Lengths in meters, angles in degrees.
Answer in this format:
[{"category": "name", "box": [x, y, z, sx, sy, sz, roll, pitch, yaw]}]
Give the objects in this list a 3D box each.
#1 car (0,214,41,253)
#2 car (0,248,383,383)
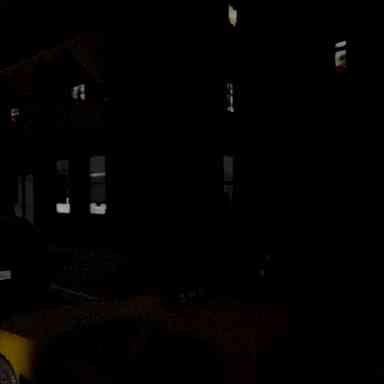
[{"category": "car", "box": [-4.741, 1.317, 6.273, 5.009, 1.841, 2.192, 0, -1, 36]}, {"category": "car", "box": [-0.250, 1.526, 3.068, 4.829, 1.417, 1.752, 0, -1, 36]}]
